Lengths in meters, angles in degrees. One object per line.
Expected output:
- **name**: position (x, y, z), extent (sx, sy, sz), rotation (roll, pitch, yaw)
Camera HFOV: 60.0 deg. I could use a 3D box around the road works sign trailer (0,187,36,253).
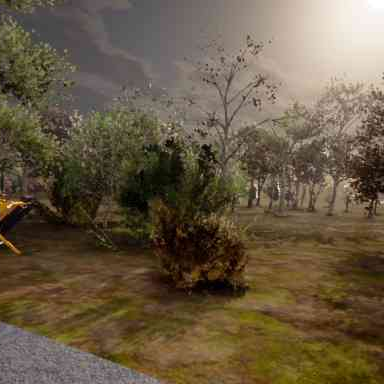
- **road works sign trailer**: position (-7.411, 1.194, 13.061), extent (2.880, 2.380, 3.560), rotation (46, -7, -7)
